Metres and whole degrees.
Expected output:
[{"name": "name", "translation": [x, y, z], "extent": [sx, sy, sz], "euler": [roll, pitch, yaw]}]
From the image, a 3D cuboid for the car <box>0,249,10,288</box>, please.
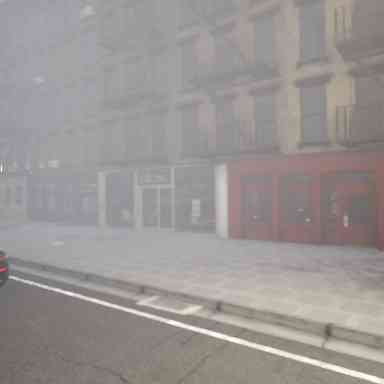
[{"name": "car", "translation": [-6.235, 1.610, 8.118], "extent": [4.674, 1.442, 1.812], "euler": [-1, 0, 35]}]
